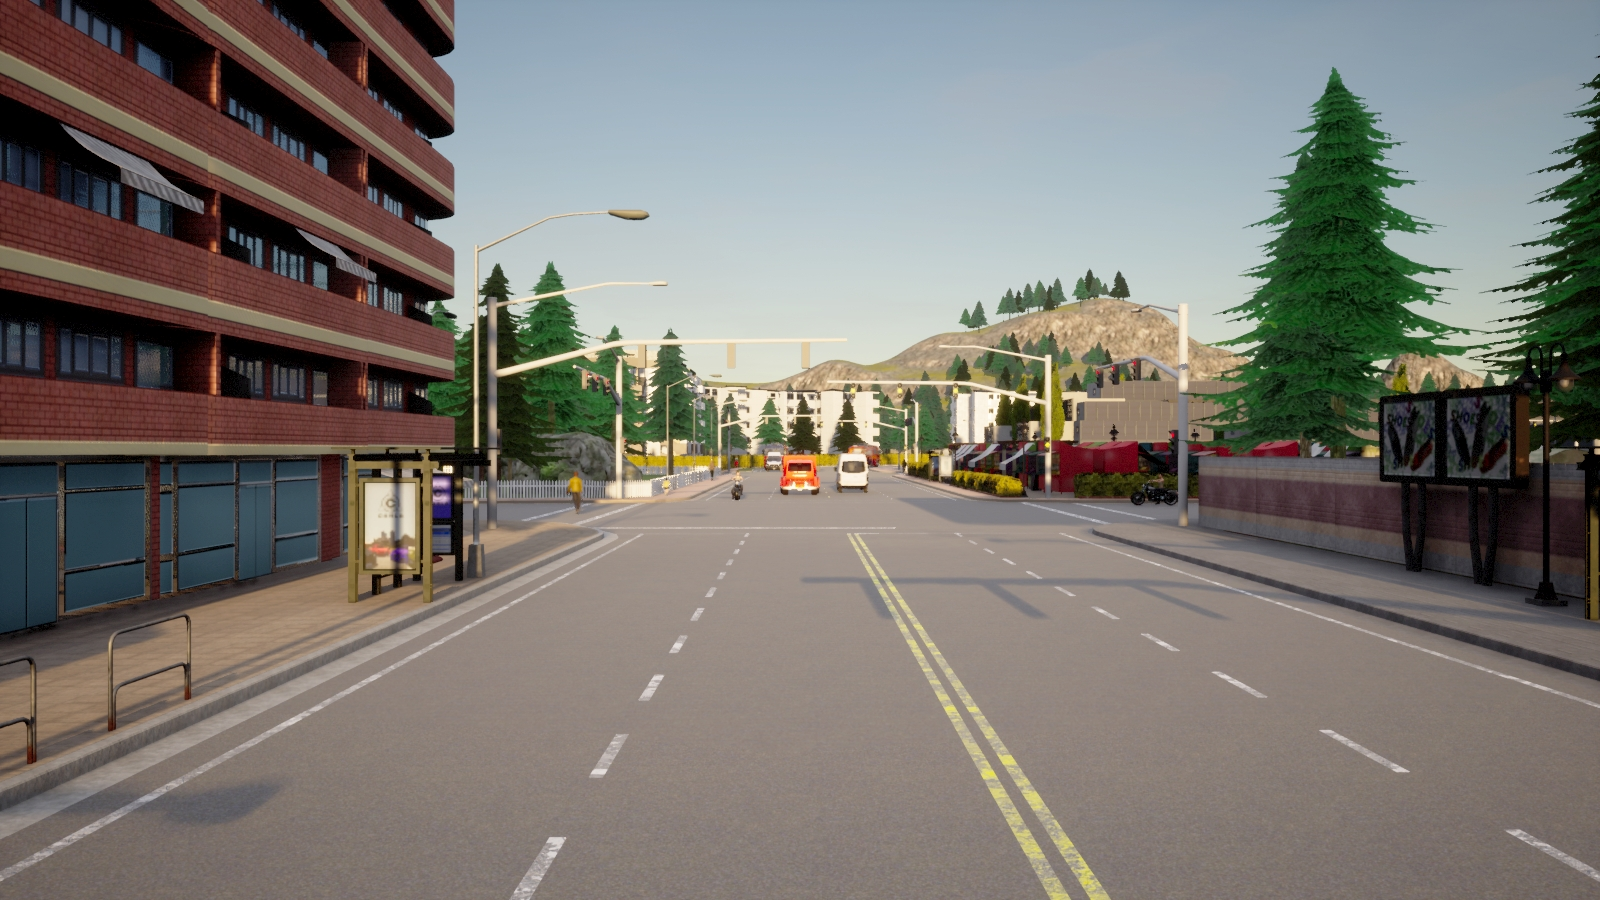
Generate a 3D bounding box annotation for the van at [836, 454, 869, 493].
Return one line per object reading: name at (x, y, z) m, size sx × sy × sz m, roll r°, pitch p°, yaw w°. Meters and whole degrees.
van at (3.502, 1.538, 77.751) m, size 1.988 × 2.561 × 5.915 m, roll 0°, pitch 0°, yaw 0°

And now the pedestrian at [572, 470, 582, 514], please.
pedestrian at (-9.516, 1.795, 48.720) m, size 0.375 × 1.860 × 0.375 m, roll 0°, pitch 0°, yaw -7°

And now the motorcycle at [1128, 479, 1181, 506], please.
motorcycle at (17.582, 2.102, 56.689) m, size 2.356 × 1.307 × 0.764 m, roll 0°, pitch 0°, yaw 0°

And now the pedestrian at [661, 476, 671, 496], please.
pedestrian at (-7.735, 2.079, 66.041) m, size 0.500 × 1.100 × 0.500 m, roll 0°, pitch 0°, yaw 0°

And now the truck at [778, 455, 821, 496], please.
truck at (-0.006, 1.572, 72.542) m, size 2.627 × 2.467 × 5.204 m, roll 0°, pitch 0°, yaw 0°
